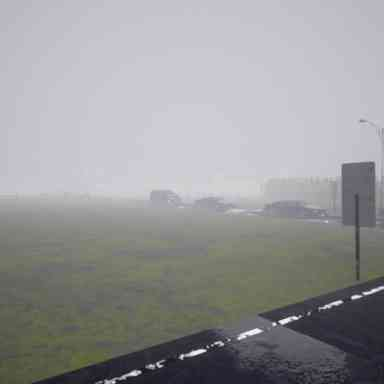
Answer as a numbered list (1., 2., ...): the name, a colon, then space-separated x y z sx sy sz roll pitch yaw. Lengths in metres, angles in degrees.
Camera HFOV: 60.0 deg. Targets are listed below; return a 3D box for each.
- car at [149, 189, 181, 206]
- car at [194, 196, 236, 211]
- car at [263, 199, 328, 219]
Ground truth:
1. car: -3.645 0.692 44.061 2.150 2.045 5.566 -1 1 -35
2. car: 2.345 1.173 35.660 2.033 1.411 5.357 -1 1 -36
3. car: 8.324 1.326 27.296 2.033 1.411 5.357 -1 1 -36
